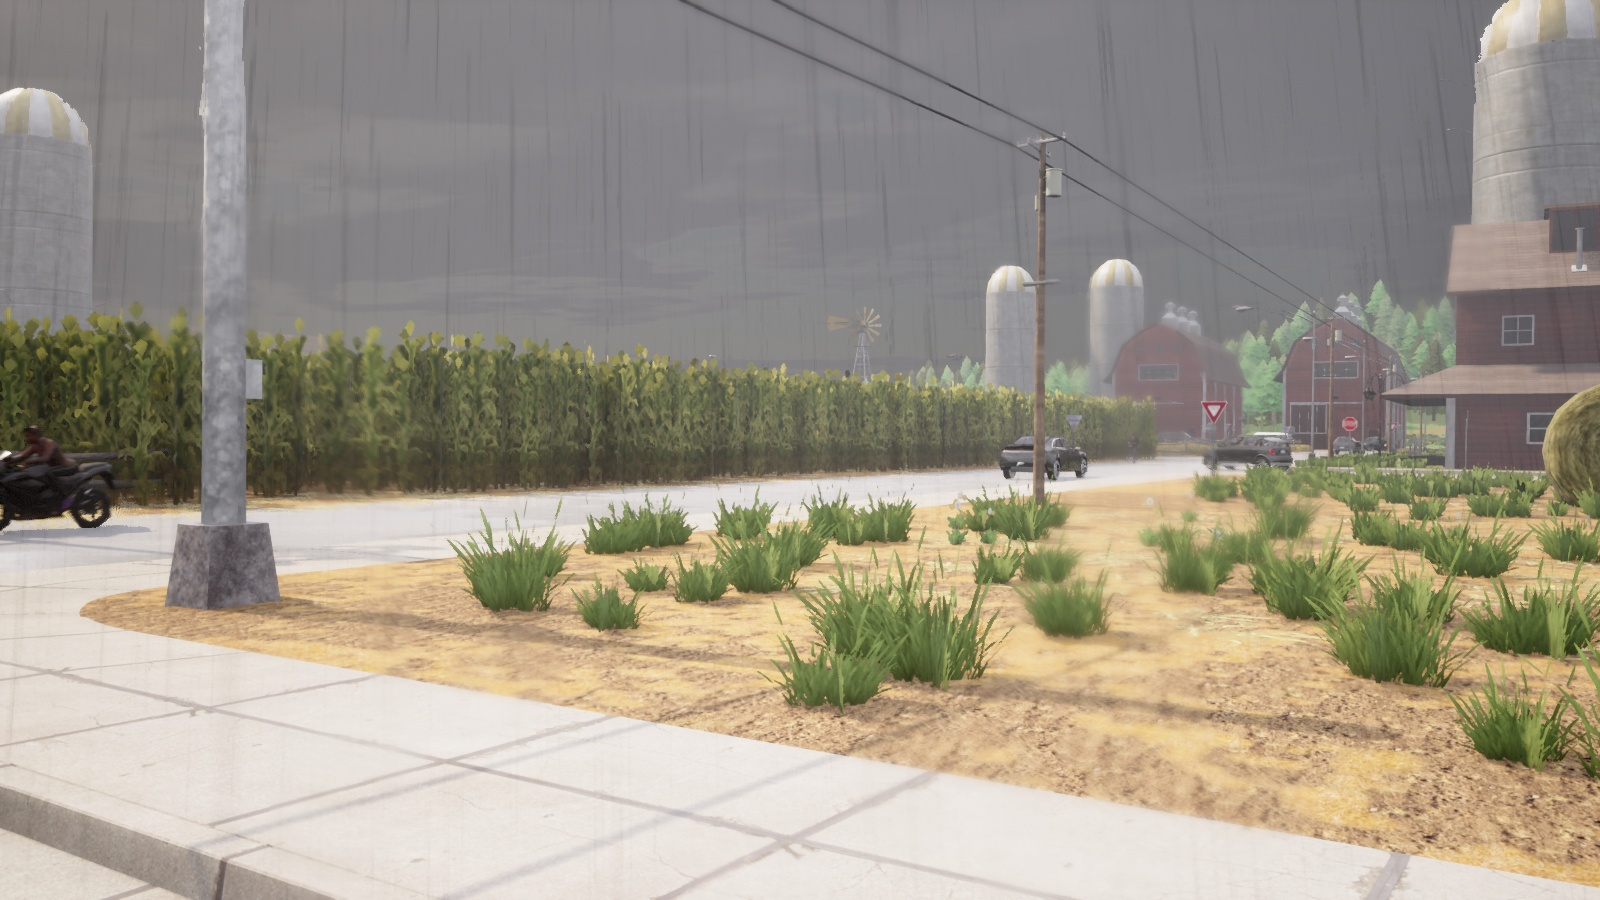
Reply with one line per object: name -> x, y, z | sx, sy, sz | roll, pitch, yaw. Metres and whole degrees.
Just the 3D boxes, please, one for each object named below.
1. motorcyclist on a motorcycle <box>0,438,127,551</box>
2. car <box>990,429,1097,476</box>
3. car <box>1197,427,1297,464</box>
motorcyclist on a motorcycle -> -10.805, 0.602, 17.853 | 0.797, 1.523, 2.044 | 0, 1, 32
car -> 8.503, 0.052, 43.501 | 2.128, 1.511, 4.902 | 0, 1, 31
car -> 19.456, -0.200, 54.773 | 1.789, 1.549, 3.705 | -2, 1, -36
